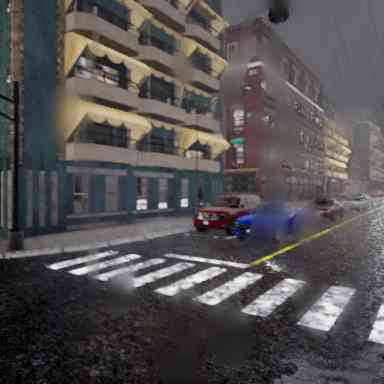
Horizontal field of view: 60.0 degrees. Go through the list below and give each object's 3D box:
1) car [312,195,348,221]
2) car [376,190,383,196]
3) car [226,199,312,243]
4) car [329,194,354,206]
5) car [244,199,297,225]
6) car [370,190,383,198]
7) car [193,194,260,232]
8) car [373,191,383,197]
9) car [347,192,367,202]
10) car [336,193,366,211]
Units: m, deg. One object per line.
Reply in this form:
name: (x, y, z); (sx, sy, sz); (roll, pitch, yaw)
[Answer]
car: (9.321, 1.162, 23.265); (1.812, 1.442, 4.674); (0, 1, 35)
car: (43.734, 0.298, 76.691); (1.802, 1.307, 4.206); (1, 2, 35)
car: (3.706, 1.256, 15.282); (1.882, 1.535, 5.008); (0, 1, 35)
car: (18.101, 0.922, 40.236); (1.947, 1.339, 4.313); (1, 2, 35)
car: (5.284, 1.223, 22.010); (1.887, 1.381, 4.507); (1, 2, 35)
car: (37.326, 0.420, 67.577); (1.887, 1.381, 4.507); (1, 2, 35)
car: (2.081, 1.074, 17.447); (2.192, 1.841, 5.009); (1, 2, 35)
car: (40.530, 0.378, 72.134); (1.802, 1.307, 4.206); (1, 2, 35)
car: (24.509, 0.762, 49.350); (1.947, 1.339, 4.313); (1, 2, 35)
car: (15.118, 1.092, 31.499); (1.895, 1.301, 4.718); (0, 1, 35)
